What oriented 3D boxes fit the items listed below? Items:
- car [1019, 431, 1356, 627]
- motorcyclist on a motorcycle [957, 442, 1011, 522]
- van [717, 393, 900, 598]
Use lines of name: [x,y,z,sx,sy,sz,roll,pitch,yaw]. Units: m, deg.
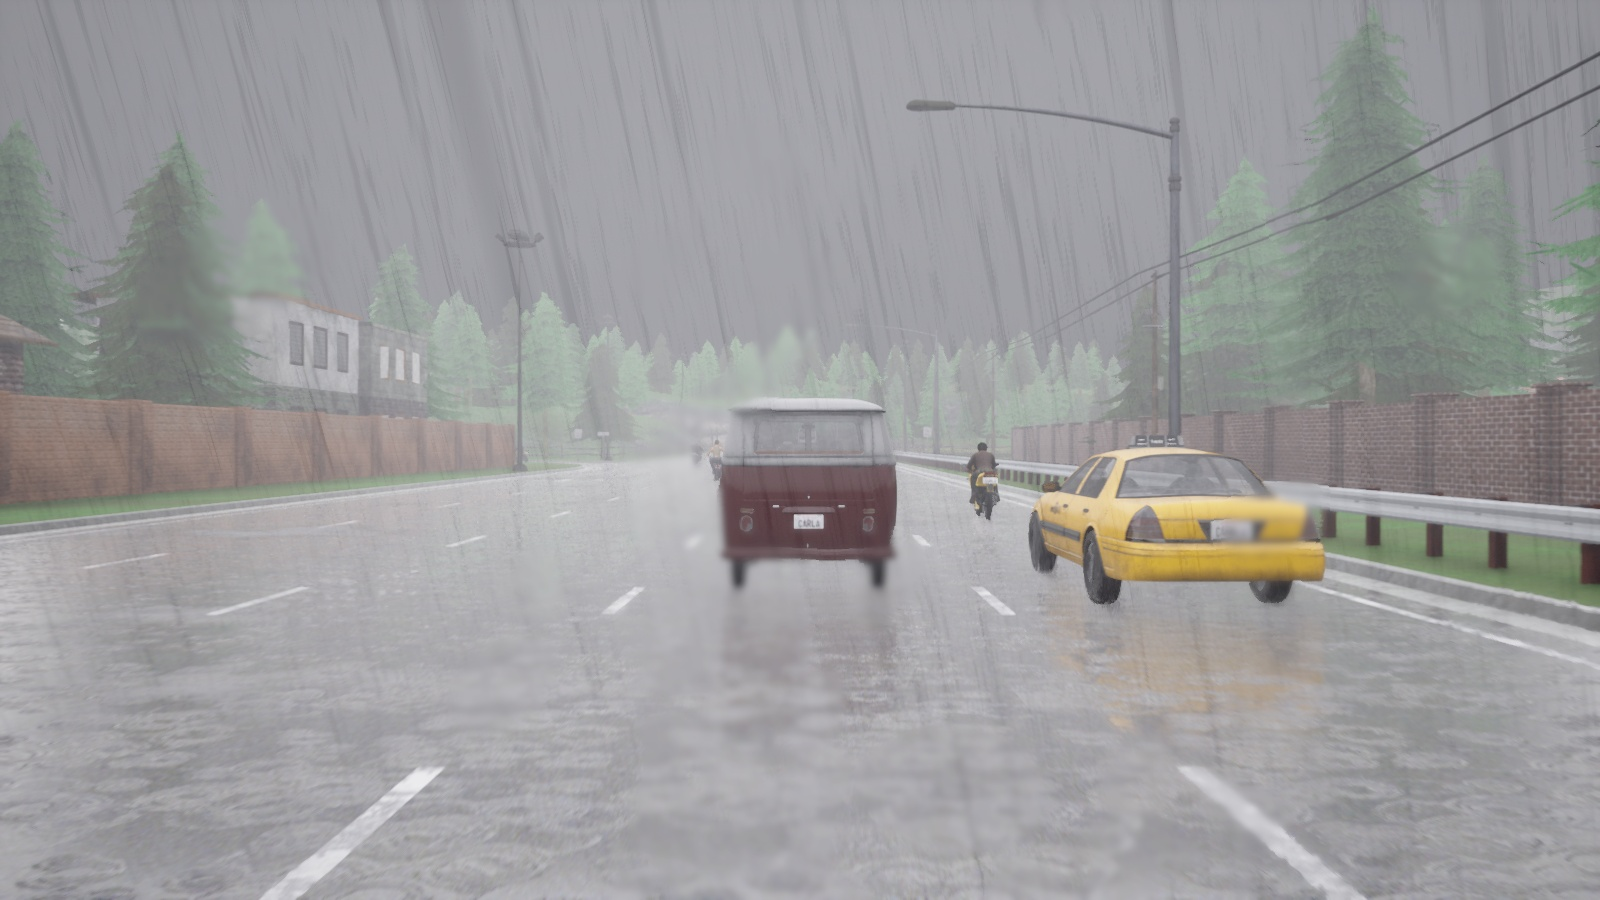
car: [3.588,0.626,12.793,1.801,1.575,5.366,0,0,0]
motorcyclist on a motorcycle: [3.658,0.613,25.109,0.797,1.523,2.044,0,0,0]
van: [0.097,0.432,14.383,1.775,1.987,4.442,0,0,0]
